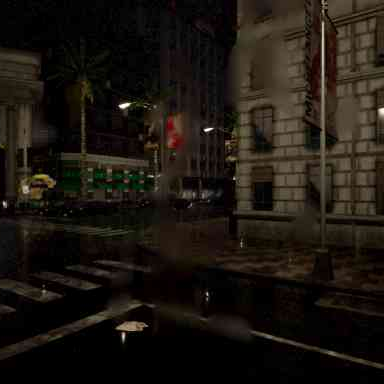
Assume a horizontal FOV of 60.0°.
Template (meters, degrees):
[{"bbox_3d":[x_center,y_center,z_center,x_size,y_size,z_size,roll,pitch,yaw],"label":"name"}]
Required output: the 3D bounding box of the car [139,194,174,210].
[{"bbox_3d":[-4.328,1.225,42.715,2.150,2.045,5.566,0,0,37],"label":"car"}]

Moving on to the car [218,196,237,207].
[{"bbox_3d":[6.568,1.601,50.593,1.895,1.301,4.718,0,0,45],"label":"car"}]

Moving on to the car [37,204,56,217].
[{"bbox_3d":[-12.043,1.547,32.134,2.033,1.411,5.357,0,0,36],"label":"car"}]

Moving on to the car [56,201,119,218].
[{"bbox_3d":[-9.131,1.547,30.187,2.033,1.411,5.357,0,0,36],"label":"car"}]

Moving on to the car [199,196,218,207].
[{"bbox_3d":[3.174,1.352,52.070,2.097,1.767,4.553,0,0,43],"label":"car"}]

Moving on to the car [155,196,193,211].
[{"bbox_3d":[-1.864,1.506,40.141,1.837,1.490,4.892,0,0,37],"label":"car"}]
